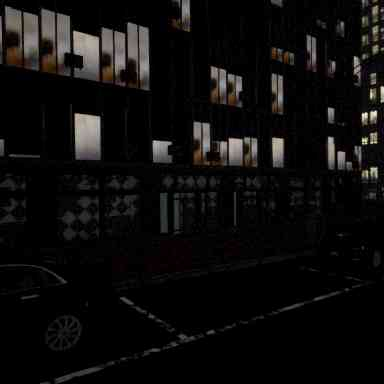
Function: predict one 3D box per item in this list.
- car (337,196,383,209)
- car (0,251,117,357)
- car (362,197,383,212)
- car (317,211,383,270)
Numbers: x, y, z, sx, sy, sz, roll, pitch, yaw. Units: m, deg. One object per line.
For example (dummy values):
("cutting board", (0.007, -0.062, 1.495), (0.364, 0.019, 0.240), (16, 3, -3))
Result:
("car", (20.550, 1.274, 40.850), (1.752, 1.417, 4.829), (-1, 1, -35))
("car", (-3.210, 1.551, 4.413), (4.403, 1.369, 2.008), (0, -1, -36))
("car", (18.052, 1.442, 34.343), (1.994, 1.385, 4.181), (-1, 1, -35))
("car", (5.964, 1.542, 10.992), (4.507, 1.381, 1.887), (0, -1, -36))
